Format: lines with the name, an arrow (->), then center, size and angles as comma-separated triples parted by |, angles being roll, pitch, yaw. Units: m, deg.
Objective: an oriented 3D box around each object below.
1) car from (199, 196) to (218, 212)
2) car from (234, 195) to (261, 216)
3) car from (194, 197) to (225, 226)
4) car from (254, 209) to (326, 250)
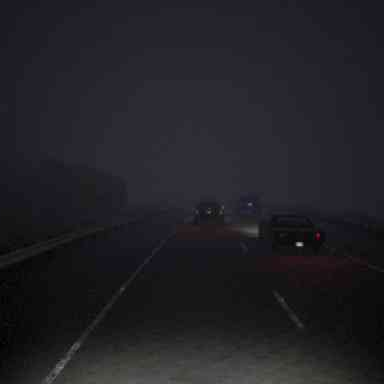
car -> 1.989, 1.412, 41.080 | 2.097, 1.767, 4.553 | 0, 0, -1
car -> 5.466, 1.274, 33.145 | 2.150, 2.045, 5.566 | 0, 0, 3
car -> 1.303, 1.389, 24.140 | 2.097, 1.767, 4.553 | 0, 0, 5
car -> 4.078, 1.625, 14.433 | 1.895, 1.301, 4.718 | 0, 0, 3
